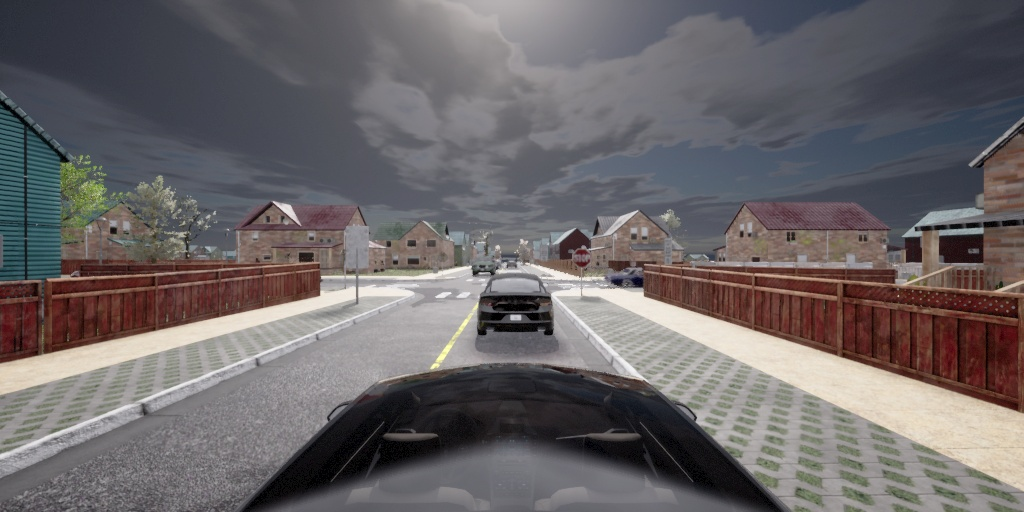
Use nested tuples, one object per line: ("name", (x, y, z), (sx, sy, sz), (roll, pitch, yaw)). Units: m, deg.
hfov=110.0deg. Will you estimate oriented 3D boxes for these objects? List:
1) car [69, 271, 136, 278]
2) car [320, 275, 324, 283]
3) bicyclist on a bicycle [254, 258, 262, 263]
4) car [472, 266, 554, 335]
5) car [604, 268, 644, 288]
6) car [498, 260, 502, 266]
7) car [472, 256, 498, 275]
("car", (-25.068, 1.218, 22.668), (4.181, 1.385, 1.994), (0, 0, 0))
("car", (-14.998, 1.248, 22.720), (5.357, 1.411, 2.033), (0, 0, 0))
("bicyclist on a bicycle", (-20.213, 0.956, 28.553), (0.582, 1.620, 1.656), (0, 0, 0))
("car", (0.082, 1.228, 10.489), (1.882, 1.535, 5.008), (0, 0, 0))
("car", (8.384, 1.424, 22.686), (4.718, 1.301, 1.895), (0, 0, 0))
("car", (-2.941, 1.381, 54.537), (1.837, 1.490, 4.892), (0, -1, 0))
("car", (-2.931, 1.023, 37.926), (2.150, 2.045, 5.566), (0, 0, 0))
